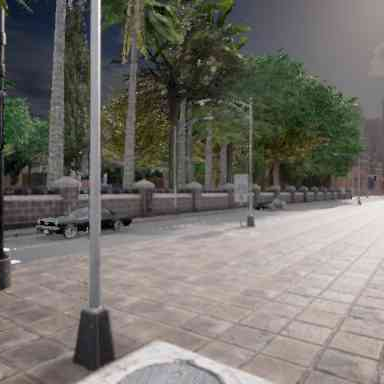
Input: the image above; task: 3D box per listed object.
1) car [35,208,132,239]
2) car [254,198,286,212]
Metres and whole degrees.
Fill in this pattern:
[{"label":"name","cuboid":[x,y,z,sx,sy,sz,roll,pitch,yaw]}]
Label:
[{"label":"car","cuboid":[-5.358,1.487,16.917,1.895,1.301,4.718,0,0,35]},{"label":"car","cuboid":[8.712,1.359,36.648,2.033,1.411,5.357,0,0,36]}]
